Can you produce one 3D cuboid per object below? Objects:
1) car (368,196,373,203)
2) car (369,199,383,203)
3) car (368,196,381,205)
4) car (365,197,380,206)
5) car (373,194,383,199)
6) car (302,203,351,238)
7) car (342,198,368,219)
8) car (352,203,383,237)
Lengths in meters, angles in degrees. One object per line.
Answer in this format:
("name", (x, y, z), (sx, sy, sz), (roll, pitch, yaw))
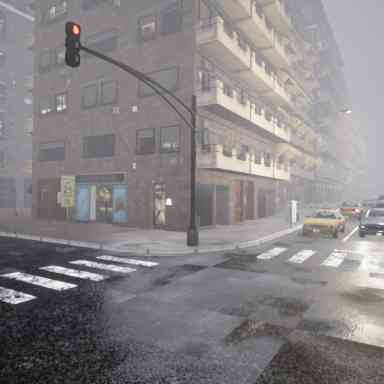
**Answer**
("car", (24.924, 1.577, 46.959), (1.887, 1.381, 4.507), (1, 1, 31))
("car", (15.159, 1.543, 26.010), (1.812, 1.442, 4.674), (0, 0, 32))
("car", (33.747, 1.486, 61.406), (1.967, 1.590, 4.097), (1, 1, 31))
("car", (30.805, 1.592, 56.591), (2.008, 1.369, 4.403), (1, 1, 31))
("car", (20.781, 1.246, 35.158), (2.150, 2.045, 5.566), (0, 0, 32))
("car", (7.193, 1.535, 17.918), (1.752, 1.417, 4.829), (1, 1, 31))
("car", (13.163, 1.457, 27.695), (1.967, 1.590, 4.097), (1, 1, 31))
("car", (9.991, 1.559, 17.561), (2.033, 1.411, 5.357), (0, 0, 31))
